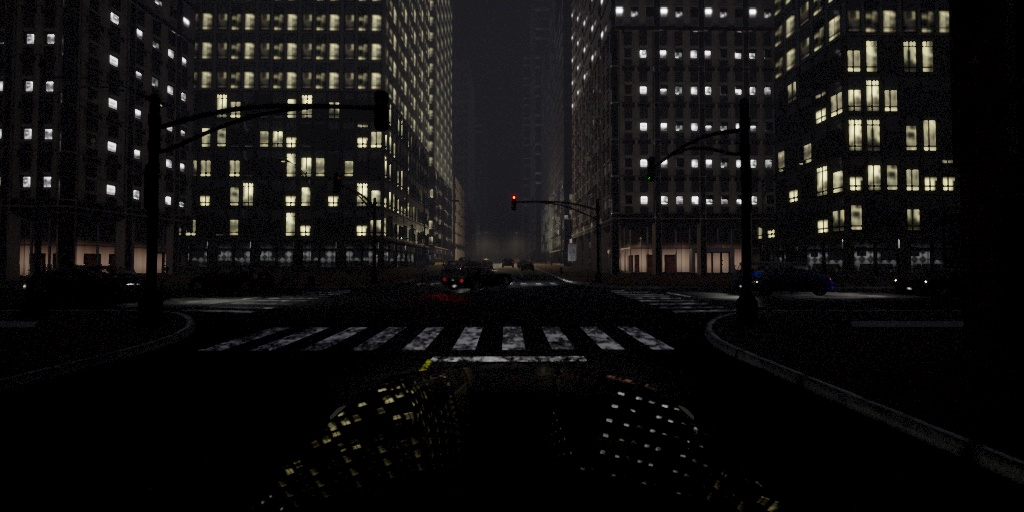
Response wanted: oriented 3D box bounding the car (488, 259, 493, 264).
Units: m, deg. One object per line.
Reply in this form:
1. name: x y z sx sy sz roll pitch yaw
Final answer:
1. car: -3.653 1.366 43.431 1.895 1.301 4.718 0 0 -1

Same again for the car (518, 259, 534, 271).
1. car: 2.070 1.348 48.350 1.802 1.307 4.207 0 0 -1

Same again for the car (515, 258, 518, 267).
1. car: 1.920 1.296 59.675 1.751 1.417 4.829 0 0 -1

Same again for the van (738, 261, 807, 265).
1. van: 15.717 1.209 21.807 3.998 1.789 1.690 0 0 -1

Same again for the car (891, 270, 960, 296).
1. car: 23.568 1.434 19.315 4.718 1.301 1.895 0 -1 -1

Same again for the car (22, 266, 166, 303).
1. car: -18.040 1.191 15.658 4.902 1.511 2.128 0 -1 -1

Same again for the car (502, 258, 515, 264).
1. car: -0.725 1.125 63.973 2.097 1.767 4.553 0 0 -1

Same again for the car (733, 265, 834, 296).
1. car: 14.524 1.341 19.211 4.674 1.442 1.812 0 -1 -2

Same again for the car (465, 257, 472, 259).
1. car: -6.309 1.081 48.176 2.192 1.841 5.009 0 0 -1

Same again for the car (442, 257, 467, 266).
1. car: -6.160 1.202 37.027 1.967 1.591 4.097 0 0 -1

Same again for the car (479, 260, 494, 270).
1. car: -3.791 1.316 54.068 2.033 1.411 5.357 0 0 -1

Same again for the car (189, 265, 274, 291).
1. car: -16.755 1.255 21.447 4.097 1.591 1.967 0 0 -1

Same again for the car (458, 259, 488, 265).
1. car: -3.519 1.266 33.214 1.837 1.490 4.892 0 0 -1

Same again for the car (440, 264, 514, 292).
1. car: -1.949 1.358 21.561 1.895 1.301 4.718 0 0 34
